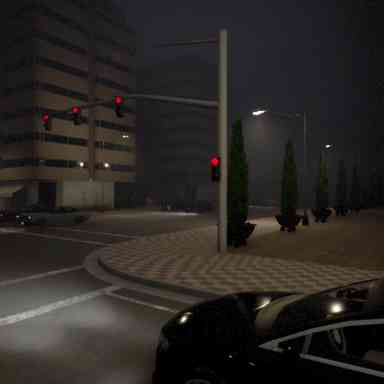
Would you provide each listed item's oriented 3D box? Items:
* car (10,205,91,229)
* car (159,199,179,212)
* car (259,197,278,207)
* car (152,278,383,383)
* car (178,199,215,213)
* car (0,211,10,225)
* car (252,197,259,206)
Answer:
[{"bbox_3d":[-9.363,1.656,22.683,1.895,1.301,4.718,0,0,35],"label":"car"},{"bbox_3d":[-1.832,1.560,39.407,1.837,1.490,4.892,0,0,35],"label":"car"},{"bbox_3d":[13.250,1.535,54.529,1.882,1.535,5.008,0,0,35],"label":"car"},{"bbox_3d":[1.834,1.492,2.665,4.902,1.511,2.128,0,0,36],"label":"car"},{"bbox_3d":[0.803,1.619,37.070,1.994,1.385,4.181,0,0,35],"label":"car"},{"bbox_3d":[-12.208,1.656,24.723,1.895,1.301,4.718,0,0,35],"label":"car"},{"bbox_3d":[10.661,1.603,56.922,2.033,1.411,5.357,0,0,35],"label":"car"}]
